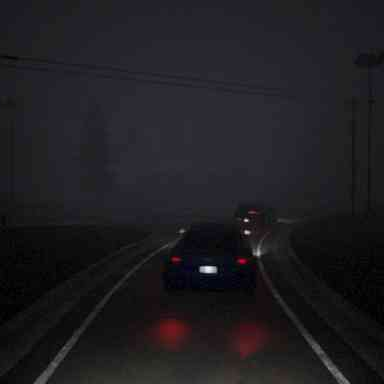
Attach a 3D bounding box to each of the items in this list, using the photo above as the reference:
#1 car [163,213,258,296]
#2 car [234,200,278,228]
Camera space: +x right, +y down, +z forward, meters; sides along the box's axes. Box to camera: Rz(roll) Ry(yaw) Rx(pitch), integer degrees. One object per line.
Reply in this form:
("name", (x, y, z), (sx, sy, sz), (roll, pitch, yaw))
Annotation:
("car", (0.550, 1.455, 8.468), (1.994, 1.385, 4.181), (0, 1, 7))
("car", (3.969, 1.249, 20.319), (1.837, 1.490, 4.892), (0, 1, 25))
